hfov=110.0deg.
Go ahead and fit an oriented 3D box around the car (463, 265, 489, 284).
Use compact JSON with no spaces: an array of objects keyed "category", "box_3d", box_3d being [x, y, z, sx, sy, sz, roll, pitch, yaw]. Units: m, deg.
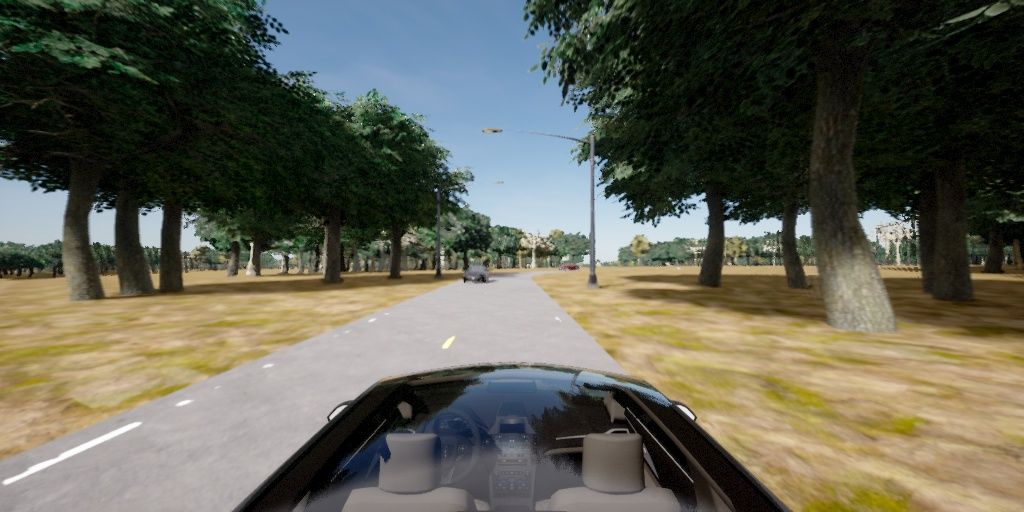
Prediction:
[{"category":"car","box_3d":[-3.047,1.537,30.985,1.882,1.535,5.008,0,-1,1]}]
